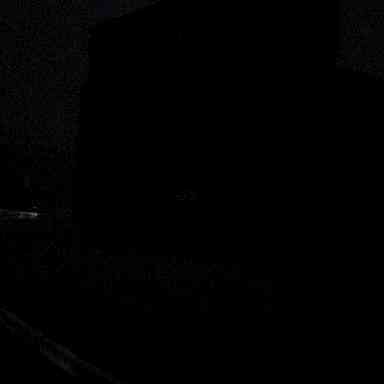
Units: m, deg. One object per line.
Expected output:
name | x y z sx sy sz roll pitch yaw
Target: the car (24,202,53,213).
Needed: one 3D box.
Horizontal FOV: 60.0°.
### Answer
car | -22.597 2.182 49.052 1.882 1.535 5.008 4 -2 10
